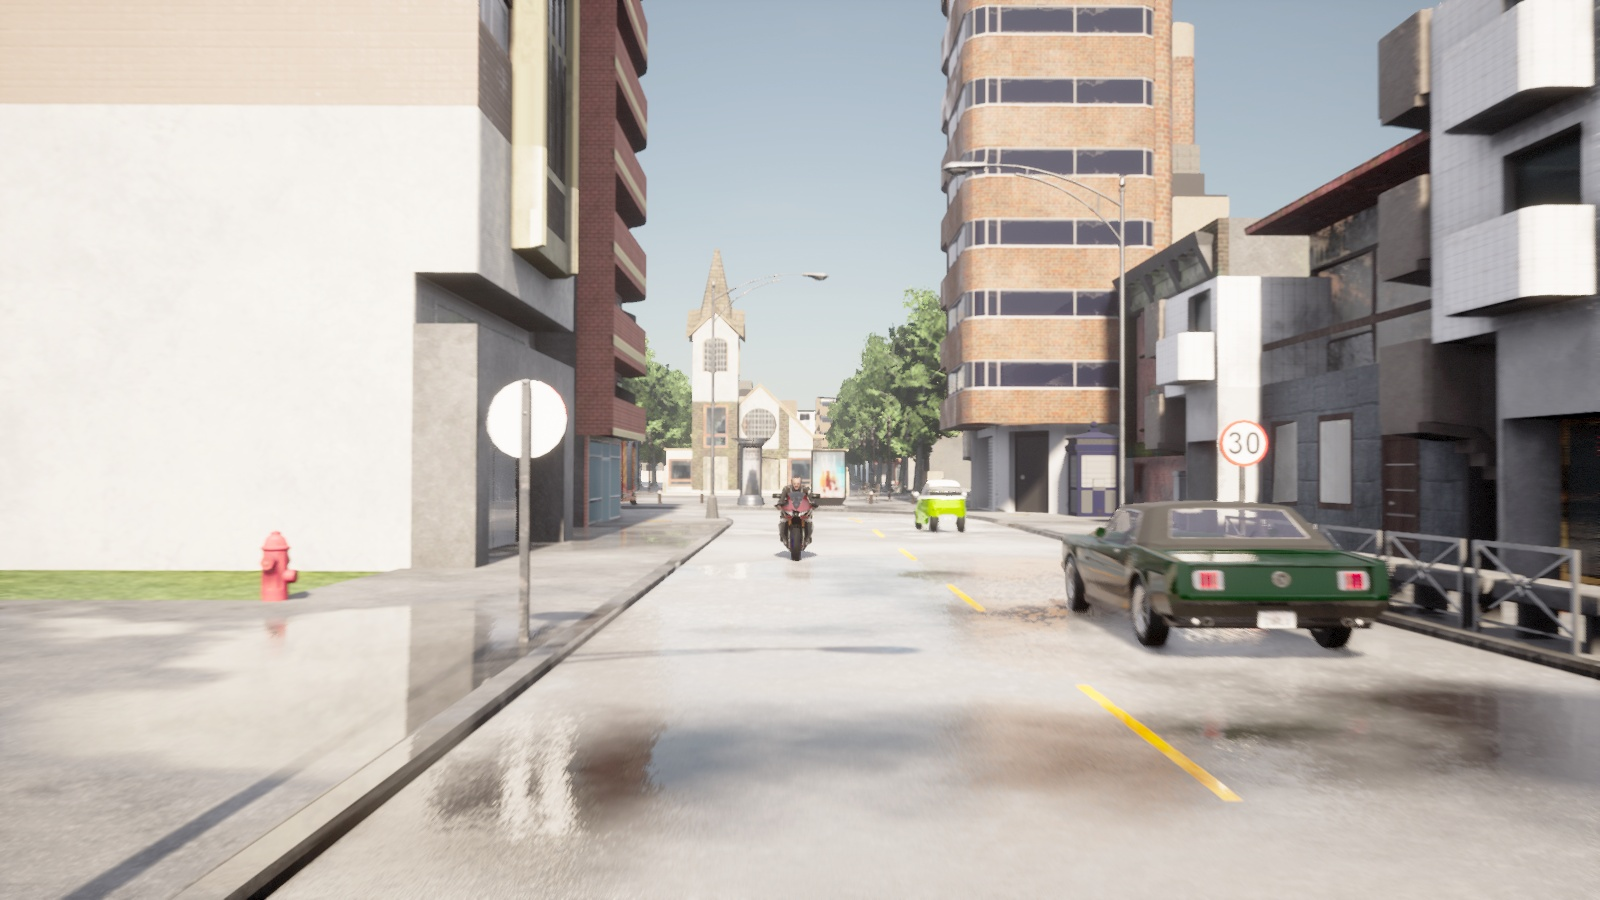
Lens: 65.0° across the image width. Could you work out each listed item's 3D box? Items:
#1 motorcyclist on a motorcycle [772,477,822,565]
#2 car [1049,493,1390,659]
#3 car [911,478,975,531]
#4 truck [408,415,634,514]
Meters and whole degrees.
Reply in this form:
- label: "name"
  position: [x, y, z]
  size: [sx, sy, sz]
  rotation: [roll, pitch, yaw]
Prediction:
- label: "motorcyclist on a motorcycle"
  position: [-0.057, 1.257, 22.921]
  size: [0.866, 1.530, 2.191]
  rotation: [0, -1, 0]
- label: "car"
  position: [3.968, 1.129, 12.851]
  size: [1.895, 1.301, 4.718]
  rotation: [0, -1, 0]
- label: "car"
  position: [3.898, 1.465, 34.414]
  size: [1.481, 1.376, 2.207]
  rotation: [0, -1, -1]
- label: "truck"
  position: [-11.194, 0.595, 50.845]
  size: [8.468, 3.827, 2.891]
  rotation: [0, -1, 4]
